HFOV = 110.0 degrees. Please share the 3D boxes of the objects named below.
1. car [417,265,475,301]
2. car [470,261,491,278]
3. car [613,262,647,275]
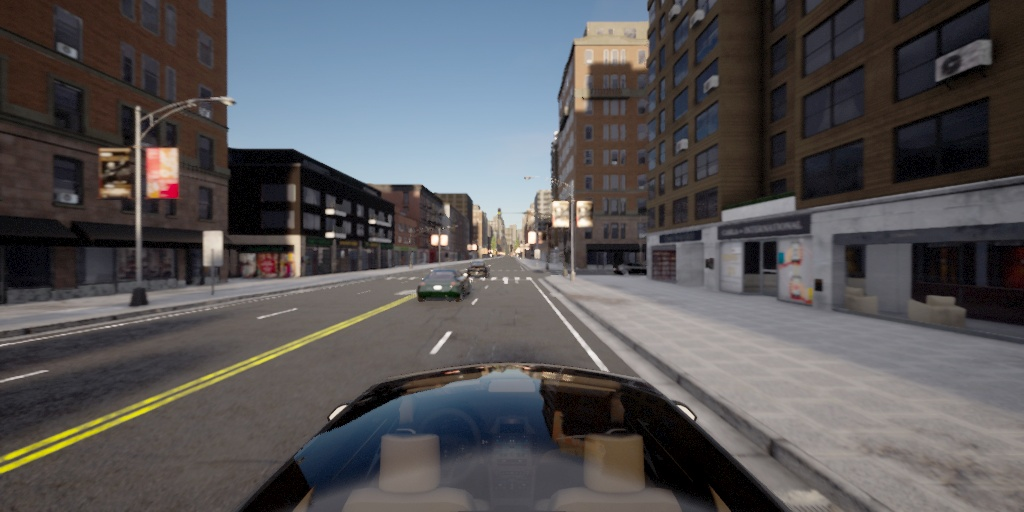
[{"bbox_3d":[-3.150,1.309,17.215,1.994,1.385,4.181,0,0,0],"label":"car"},{"bbox_3d":[-3.149,1.249,34.298,1.837,1.490,4.892,0,0,0],"label":"car"},{"bbox_3d":[12.398,1.327,36.132,4.313,1.339,1.948,0,0,0],"label":"car"}]
